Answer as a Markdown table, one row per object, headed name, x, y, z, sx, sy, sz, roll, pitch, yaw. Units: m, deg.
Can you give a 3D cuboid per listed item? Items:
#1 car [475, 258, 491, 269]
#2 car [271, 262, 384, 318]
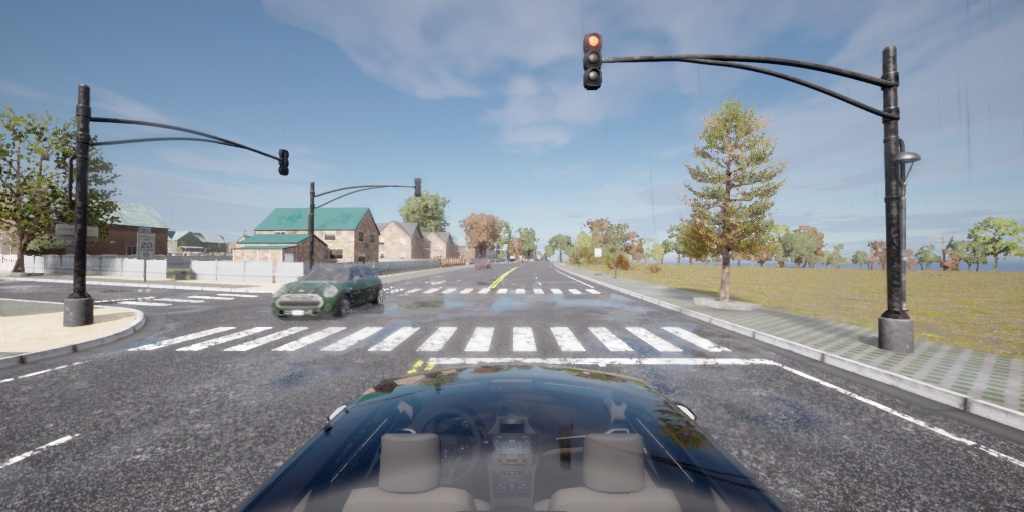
| name | x | y | z | sx | sy | sz | roll | pitch | yaw |
| --- | --- | --- | --- | --- | --- | --- | --- | --- | --- |
| car | -4.615 | 1.176 | 57.651 | 2.097 | 1.767 | 4.553 | 0 | 0 | 4 |
| car | -6.388 | 1.108 | 12.991 | 2.097 | 1.767 | 4.553 | 0 | 0 | 1 |
